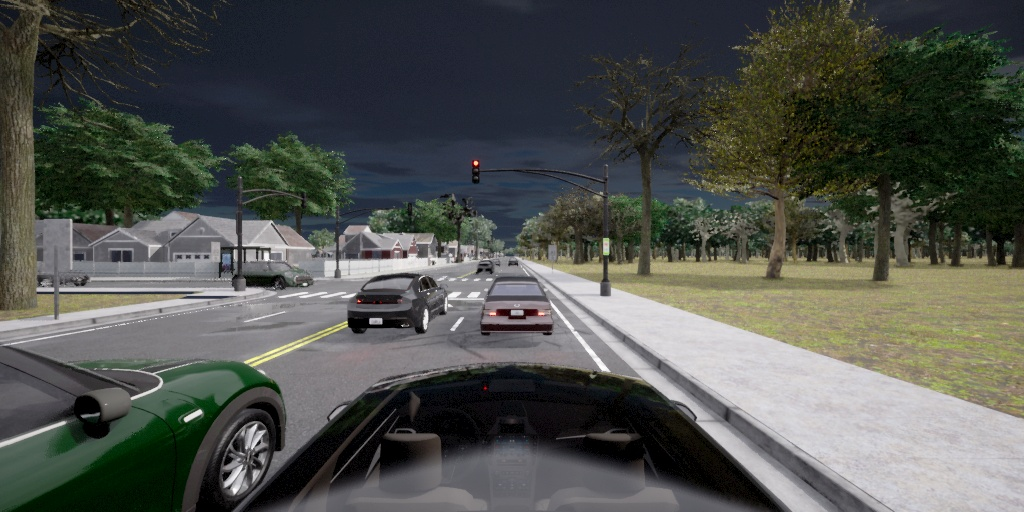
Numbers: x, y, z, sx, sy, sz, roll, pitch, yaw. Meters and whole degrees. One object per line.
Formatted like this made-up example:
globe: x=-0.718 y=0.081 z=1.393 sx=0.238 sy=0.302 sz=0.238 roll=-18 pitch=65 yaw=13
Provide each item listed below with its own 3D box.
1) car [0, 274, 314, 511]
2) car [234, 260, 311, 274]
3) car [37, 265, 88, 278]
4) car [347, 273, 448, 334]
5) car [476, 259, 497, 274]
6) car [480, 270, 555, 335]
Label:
car: x=-3.149 y=1.102 z=1.476 sx=2.097 sy=1.767 sz=4.553 roll=0 pitch=0 yaw=0
car: x=-14.530 y=1.117 z=21.919 sx=4.553 sy=1.767 sz=2.097 roll=0 pitch=0 yaw=13
car: x=-30.132 y=1.299 z=22.982 sx=4.892 sy=1.490 sz=1.837 roll=0 pitch=0 yaw=0
car: x=-3.138 y=1.254 z=10.674 sx=1.837 sy=1.490 sz=4.892 roll=0 pitch=0 yaw=0
car: x=-3.045 y=1.249 z=41.676 sx=1.837 sy=1.490 sz=4.892 roll=0 pitch=1 yaw=0
car: x=0.119 y=1.297 z=10.421 sx=2.033 sy=1.411 sz=5.357 roll=0 pitch=0 yaw=0
